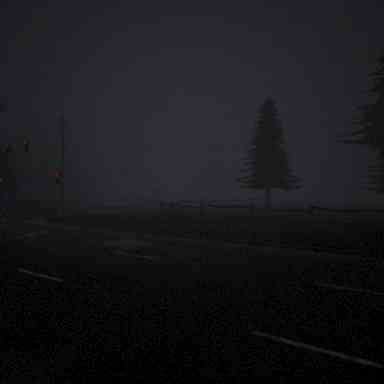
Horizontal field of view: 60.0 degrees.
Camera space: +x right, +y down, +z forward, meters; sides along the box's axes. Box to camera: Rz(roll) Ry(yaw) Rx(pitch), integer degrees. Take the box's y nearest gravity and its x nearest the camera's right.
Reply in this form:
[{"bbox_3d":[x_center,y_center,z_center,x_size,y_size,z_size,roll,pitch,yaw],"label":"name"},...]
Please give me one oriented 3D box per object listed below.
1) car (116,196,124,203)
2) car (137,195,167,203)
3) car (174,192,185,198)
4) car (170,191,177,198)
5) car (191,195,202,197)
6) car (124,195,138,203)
[{"bbox_3d":[-13.448,1.440,67.975,1.812,1.442,4.674,0,0,35],"label":"car"},{"bbox_3d":[-7.475,1.475,64.335,2.033,1.411,5.357,0,0,35],"label":"car"},{"bbox_3d":[-1.108,1.161,79.384,2.033,1.411,5.357,0,0,36],"label":"car"},{"bbox_3d":[-3.957,0.840,81.416,2.150,2.045,5.566,0,0,36],"label":"car"},{"bbox_3d":[1.484,1.067,76.997,2.128,1.511,4.902,0,0,36],"label":"car"},{"bbox_3d":[-10.423,1.422,66.210,2.128,1.511,4.902,0,0,35],"label":"car"}]
